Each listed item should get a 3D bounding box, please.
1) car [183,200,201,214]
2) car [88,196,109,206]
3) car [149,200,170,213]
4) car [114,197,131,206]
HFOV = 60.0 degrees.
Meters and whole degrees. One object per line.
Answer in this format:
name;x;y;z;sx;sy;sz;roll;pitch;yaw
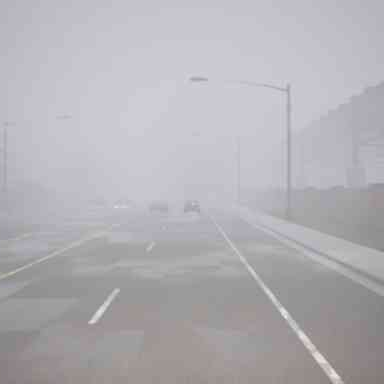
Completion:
car;0.018;1.507;35.057;2.033;1.411;5.357;0;1;0
car;-14.067;1.370;50.294;2.033;1.411;5.357;0;1;1
car;-3.469;1.548;36.456;1.895;1.301;4.718;0;1;0
car;-10.578;1.381;50.801;1.994;1.385;4.181;0;1;0
